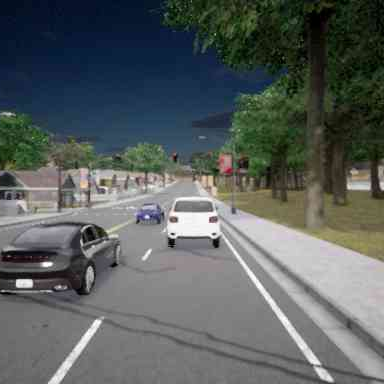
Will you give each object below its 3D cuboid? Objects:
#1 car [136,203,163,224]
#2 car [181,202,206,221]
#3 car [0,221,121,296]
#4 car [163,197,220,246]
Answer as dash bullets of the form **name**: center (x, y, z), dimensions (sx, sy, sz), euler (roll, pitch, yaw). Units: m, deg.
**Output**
- **car**: center (-3.161, 1.609, 25.692), dimensions (1.812, 1.442, 4.674), euler (0, 0, 0)
- **car**: center (0.090, 1.646, 29.339), dimensions (2.033, 1.411, 5.357), euler (0, 0, 0)
- **car**: center (-3.153, 1.518, 8.682), dimensions (1.837, 1.490, 4.892), euler (0, -1, 0)
- **car**: center (0.092, 1.259, 15.438), dimensions (2.150, 2.045, 5.566), euler (0, -1, 1)
